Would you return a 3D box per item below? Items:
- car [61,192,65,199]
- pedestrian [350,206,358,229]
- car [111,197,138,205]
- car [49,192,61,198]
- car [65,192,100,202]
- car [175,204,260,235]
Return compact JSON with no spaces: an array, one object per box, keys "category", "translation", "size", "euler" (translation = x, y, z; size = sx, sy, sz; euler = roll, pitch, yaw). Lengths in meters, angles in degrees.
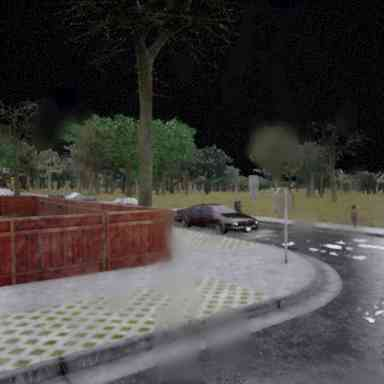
[{"category":"car","translation":[-16.918,0.761,48.011],"size":[1.812,1.442,4.674],"euler":[0,1,-36]},{"category":"pedestrian","translation":[8.615,0.975,17.615],"size":[0.375,1.860,0.375],"euler":[1,0,-36]},{"category":"car","translation":[-5.125,1.157,26.644],"size":[1.812,1.442,4.674],"euler":[0,1,-36]},{"category":"car","translation":[-22.788,0.675,56.133],"size":[1.895,1.301,4.718],"euler":[0,1,-35]},{"category":"car","translation":[-11.385,1.012,35.325],"size":[2.033,1.411,5.357],"euler":[0,1,-36]},{"category":"car","translation":[1.138,1.344,17.962],"size":[2.033,1.411,5.357],"euler":[0,1,-36]}]
